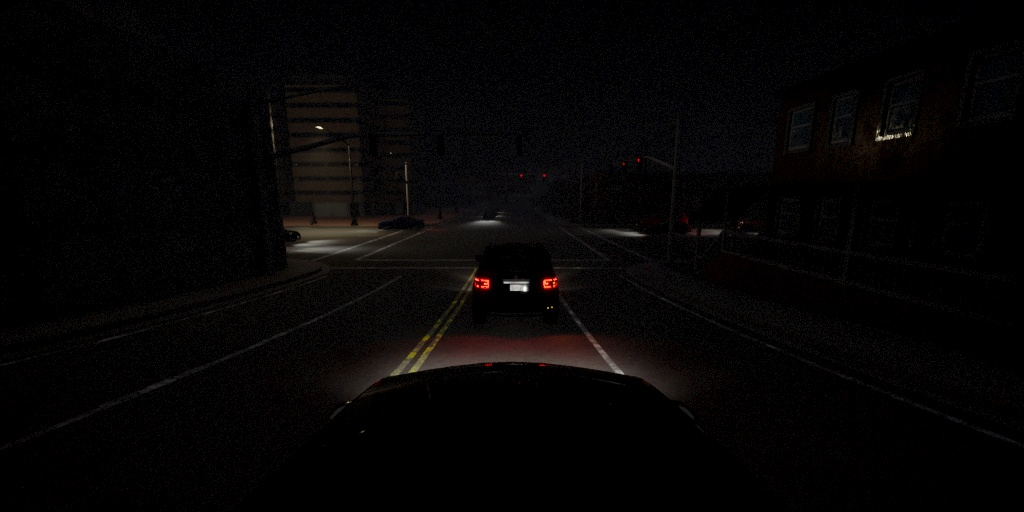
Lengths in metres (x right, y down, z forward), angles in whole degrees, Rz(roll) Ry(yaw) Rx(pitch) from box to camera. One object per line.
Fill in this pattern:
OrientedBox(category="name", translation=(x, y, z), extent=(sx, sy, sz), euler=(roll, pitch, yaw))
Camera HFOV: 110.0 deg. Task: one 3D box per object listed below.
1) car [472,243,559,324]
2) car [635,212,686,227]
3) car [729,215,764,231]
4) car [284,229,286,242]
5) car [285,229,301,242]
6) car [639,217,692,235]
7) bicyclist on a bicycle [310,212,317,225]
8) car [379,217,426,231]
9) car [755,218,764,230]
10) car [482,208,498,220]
OrientedBox(category="car", translation=(0.058, 0.601, 10.749), extent=(2.150, 2.045, 5.566), euler=(0, 4, -1))
OrientedBox(category="car", translation=(16.747, -3.871, 40.136), extent=(5.566, 2.045, 2.150), euler=(0, 10, 0))
OrientedBox(category="car", translation=(27.028, -3.736, 40.151), extent=(4.553, 1.767, 2.097), euler=(0, 10, 0))
OrientedBox(category="car", translation=(-19.926, -1.235, 26.182), extent=(4.902, 1.511, 2.128), euler=(0, 10, 0))
OrientedBox(category="car", translation=(-20.121, -1.810, 29.627), extent=(4.892, 1.490, 1.837), euler=(0, 10, 0))
OrientedBox(category="car", translation=(15.941, -2.982, 36.732), extent=(4.674, 1.442, 1.812), euler=(0, 10, 0))
OrientedBox(category="bicyclist on a bicycle", translation=(-25.402, -4.790, 45.849), extent=(0.582, 1.620, 1.656), euler=(0, 10, 0))
OrientedBox(category="car", translation=(-12.247, -3.622, 40.100), extent=(5.008, 1.535, 1.882), euler=(-1, 11, -6))
OrientedBox(category="car", translation=(28.248, -2.901, 36.746), extent=(4.718, 1.301, 1.895), euler=(0, 10, 0))
OrientedBox(category="car", translation=(-3.761, -6.597, 58.285), extent=(1.895, 1.301, 4.718), euler=(0, 10, 0))
